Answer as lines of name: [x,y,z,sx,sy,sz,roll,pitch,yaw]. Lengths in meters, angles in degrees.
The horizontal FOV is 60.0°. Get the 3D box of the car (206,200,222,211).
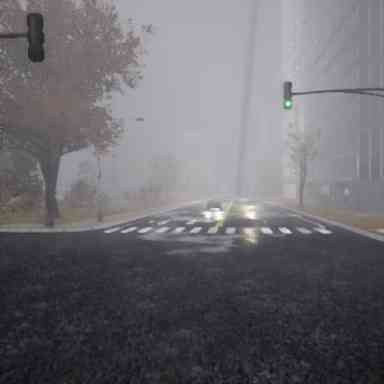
car: [2.835,1.640,42.263,1.895,1.301,4.718,-1,0,8]
